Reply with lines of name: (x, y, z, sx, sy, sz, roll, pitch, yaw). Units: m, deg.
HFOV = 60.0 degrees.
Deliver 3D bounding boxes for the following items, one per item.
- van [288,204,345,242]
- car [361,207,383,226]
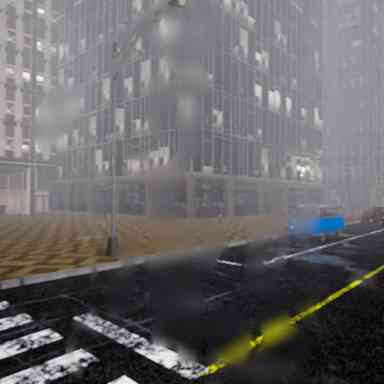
van: (6.539, 1.520, 17.311, 1.690, 1.788, 3.998, 0, 0, 43)
car: (14.395, 1.816, 25.539, 1.887, 1.381, 4.507, 0, 0, 43)
